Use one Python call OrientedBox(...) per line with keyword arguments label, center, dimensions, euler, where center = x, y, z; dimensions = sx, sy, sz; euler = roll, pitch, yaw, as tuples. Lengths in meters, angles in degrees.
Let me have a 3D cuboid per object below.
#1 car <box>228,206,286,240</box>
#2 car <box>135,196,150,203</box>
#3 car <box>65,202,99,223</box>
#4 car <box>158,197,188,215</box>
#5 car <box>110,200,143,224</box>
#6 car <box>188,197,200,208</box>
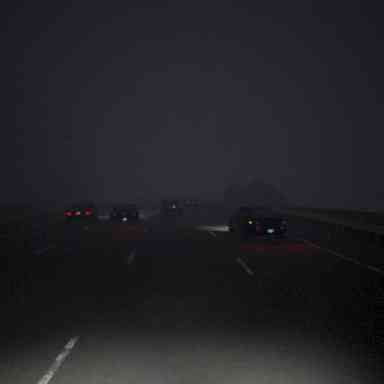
OrientedBox(label="car", center=(3.017, 1.398, 16.029), dimensions=(1.812, 1.442, 4.674), euler=(0, 0, -5))
OrientedBox(label="car", center=(-9.056, 1.320, 60.253), dimensions=(1.895, 1.301, 4.718), euler=(-1, 0, -19))
OrientedBox(label="car", center=(-8.060, 1.474, 24.678), dimensions=(2.033, 1.411, 5.357), euler=(-1, 0, -10))
OrientedBox(label="car", center=(-2.123, 1.371, 32.091), dimensions=(2.033, 1.411, 5.357), euler=(-1, 0, -12))
OrientedBox(label="car", center=(-4.770, 1.499, 24.198), dimensions=(1.895, 1.301, 4.718), euler=(-1, 0, -8))
OrientedBox(label="car", center=(-0.454, 1.295, 42.014), dimensions=(2.033, 1.411, 5.357), euler=(-1, 0, -15))
